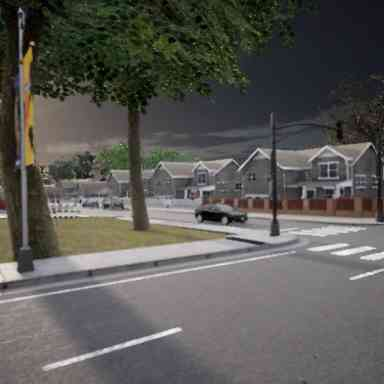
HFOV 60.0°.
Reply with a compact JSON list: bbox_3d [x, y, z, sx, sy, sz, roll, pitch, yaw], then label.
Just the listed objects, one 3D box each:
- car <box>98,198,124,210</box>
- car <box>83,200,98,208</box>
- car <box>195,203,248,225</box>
[{"bbox_3d":[-12.098,1.772,50.851,2.097,1.767,4.553,-1,0,-35],"label":"car"},{"bbox_3d":[-17.989,2.068,59.131,1.812,1.442,4.674,-1,0,-35],"label":"car"},{"bbox_3d":[2.179,1.637,25.659,1.882,1.535,5.008,-1,0,-35],"label":"car"}]
